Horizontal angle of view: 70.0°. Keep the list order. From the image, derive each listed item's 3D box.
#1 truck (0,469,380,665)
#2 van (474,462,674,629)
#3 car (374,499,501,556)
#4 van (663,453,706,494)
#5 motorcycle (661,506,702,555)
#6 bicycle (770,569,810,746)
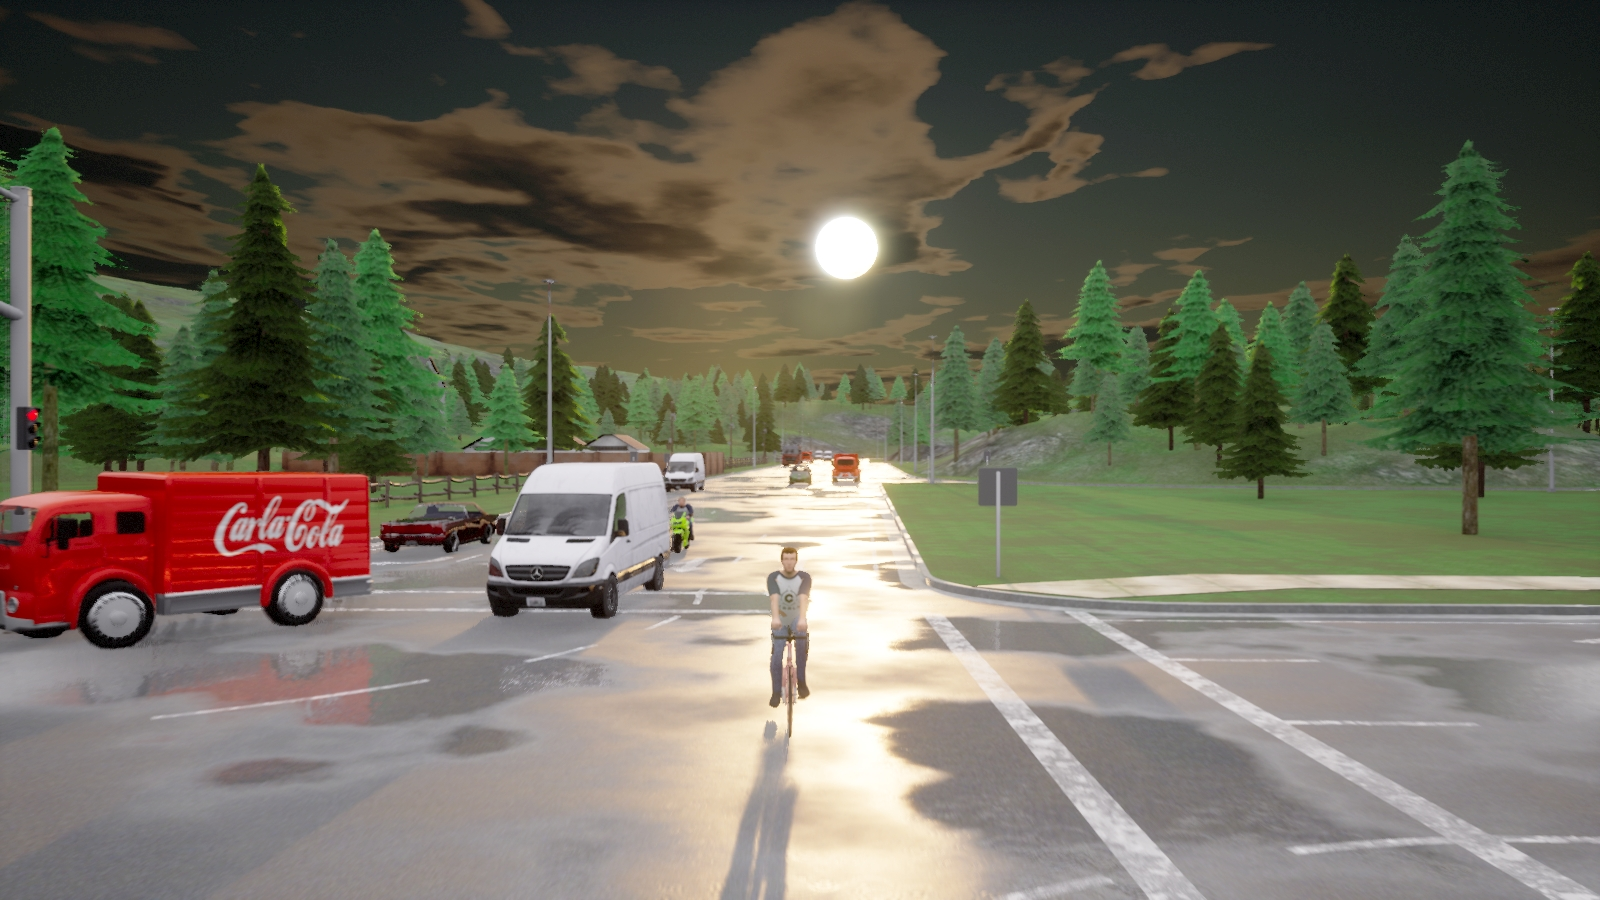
[{"bbox_3d":[-9.617,1.574,17.759,2.627,2.467,5.204,1,0,34],"label":"truck"},{"bbox_3d":[-3.917,1.533,21.043,1.988,2.561,5.915,0,0,5],"label":"van"},{"bbox_3d":[-10.175,2.152,32.501,1.895,1.301,4.718,0,0,3],"label":"car"},{"bbox_3d":[-7.743,1.525,76.962,1.988,2.561,5.915,0,1,3],"label":"van"},{"bbox_3d":[-3.226,2.183,31.372,0.803,1.199,2.033,0,0,3],"label":"motorcycle"},{"bbox_3d":[-0.110,2.055,11.656,0.373,1.496,1.643,0,0,-1],"label":"bicycle"}]
